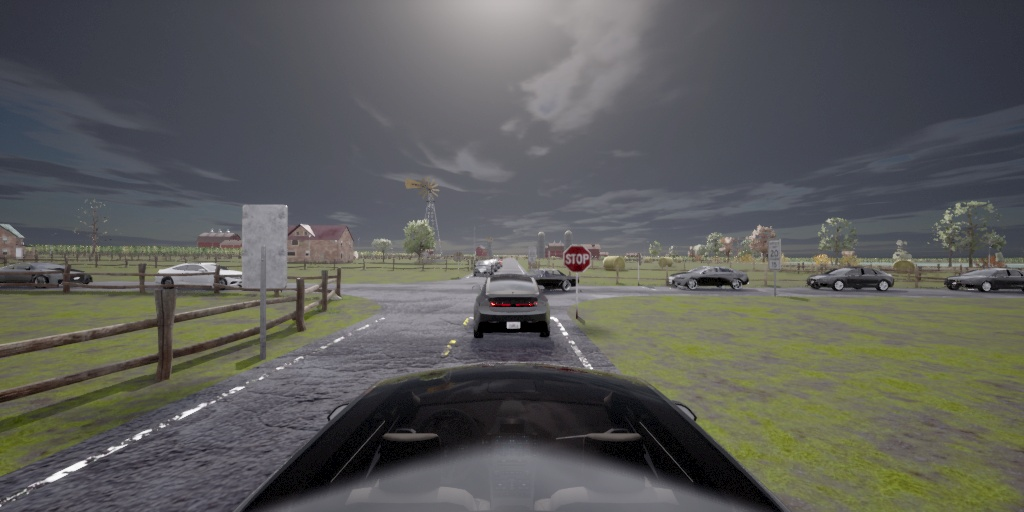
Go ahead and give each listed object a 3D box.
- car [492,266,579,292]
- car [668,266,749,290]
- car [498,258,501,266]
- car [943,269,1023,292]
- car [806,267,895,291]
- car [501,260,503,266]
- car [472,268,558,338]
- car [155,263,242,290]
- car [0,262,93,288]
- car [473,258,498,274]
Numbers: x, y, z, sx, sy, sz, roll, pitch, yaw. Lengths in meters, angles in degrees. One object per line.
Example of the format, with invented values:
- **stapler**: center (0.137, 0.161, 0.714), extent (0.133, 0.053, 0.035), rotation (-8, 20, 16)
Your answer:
- **car**: center (1.501, 1.369, 20.250), extent (4.718, 1.301, 1.895), rotation (1, 0, -35)
- **car**: center (12.800, 1.397, 23.478), extent (4.902, 1.511, 2.128), rotation (1, -1, -2)
- **car**: center (-2.849, 1.241, 46.337), extent (2.128, 1.511, 4.902), rotation (0, 0, 0)
- **car**: center (31.704, 1.587, 23.768), extent (4.892, 1.490, 1.837), rotation (1, -1, -1)
- **car**: center (22.201, 1.499, 23.648), extent (4.892, 1.490, 1.837), rotation (1, -1, -1)
- **car**: center (-2.817, 1.240, 55.879), extent (2.128, 1.511, 4.902), rotation (0, 0, 0)
- **car**: center (-0.073, 1.256, 10.204), extent (1.837, 1.490, 4.892), rotation (0, 0, -3)
- **car**: center (-17.242, 1.103, 20.162), extent (4.674, 1.442, 1.812), rotation (1, -1, -1)
- **car**: center (-26.362, 1.048, 20.041), extent (4.181, 1.385, 1.994), rotation (1, -1, -1)
- **car**: center (-2.856, 1.243, 36.891), extent (2.128, 1.511, 4.902), rotation (0, 0, 0)
